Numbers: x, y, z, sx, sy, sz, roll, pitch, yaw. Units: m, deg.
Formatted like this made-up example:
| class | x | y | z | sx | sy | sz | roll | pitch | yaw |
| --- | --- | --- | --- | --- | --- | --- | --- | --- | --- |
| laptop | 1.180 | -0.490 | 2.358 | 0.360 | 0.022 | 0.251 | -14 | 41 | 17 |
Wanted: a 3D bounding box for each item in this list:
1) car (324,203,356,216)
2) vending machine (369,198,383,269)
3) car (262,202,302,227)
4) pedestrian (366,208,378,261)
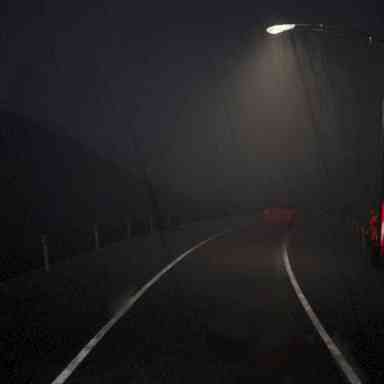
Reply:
| class | x | y | z | sx | sy | sz | roll | pitch | yaw |
| --- | --- | --- | --- | --- | --- | --- | --- | --- | --- |
| car | 17.322 | 2.008 | 38.655 | 5.357 | 1.411 | 2.033 | 2 | 2 | -44 |
| vending machine | 6.435 | 1.328 | 10.482 | 1.100 | 2.100 | 0.880 | 5 | 5 | 13 |
| car | 6.764 | 1.490 | 24.547 | 2.097 | 1.767 | 4.553 | 3 | 0 | 27 |
| pedestrian | 6.243 | 1.423 | 11.300 | 0.375 | 1.860 | 0.375 | -3 | 3 | 15 |
